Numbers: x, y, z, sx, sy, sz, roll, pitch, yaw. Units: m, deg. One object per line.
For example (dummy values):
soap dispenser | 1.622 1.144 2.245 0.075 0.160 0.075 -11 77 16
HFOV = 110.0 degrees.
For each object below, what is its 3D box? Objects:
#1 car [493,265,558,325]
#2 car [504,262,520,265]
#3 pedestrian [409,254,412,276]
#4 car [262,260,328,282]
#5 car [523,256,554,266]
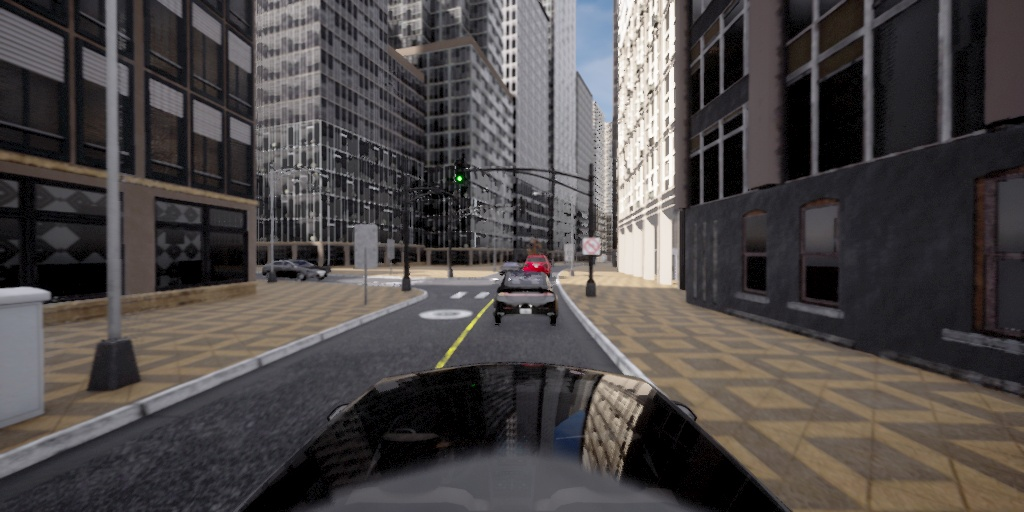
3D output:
car | 0.428 1.234 11.837 2.128 1.511 4.902 0 0 2
car | -0.038 1.305 36.530 2.033 1.411 5.357 0 0 9
pedestrian | -8.537 0.690 29.554 0.375 1.860 0.375 0 0 19
car | -15.543 1.013 25.734 4.902 1.511 2.128 1 1 19
car | 2.405 0.977 32.652 2.150 2.045 5.566 0 0 8
